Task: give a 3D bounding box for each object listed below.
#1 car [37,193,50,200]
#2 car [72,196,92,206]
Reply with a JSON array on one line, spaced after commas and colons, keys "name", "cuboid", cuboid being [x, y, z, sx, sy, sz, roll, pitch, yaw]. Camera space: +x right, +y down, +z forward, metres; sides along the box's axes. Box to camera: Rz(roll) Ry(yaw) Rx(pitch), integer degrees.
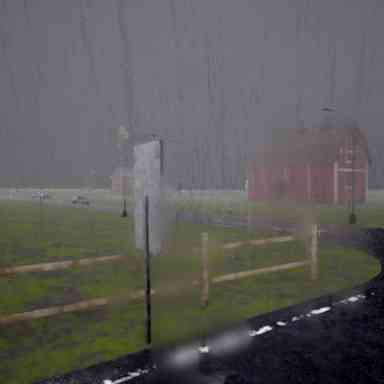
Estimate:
[{"name": "car", "cuboid": [-35.864, 1.154, 81.367, 1.837, 1.490, 4.892, -1, 1, -36]}, {"name": "car", "cuboid": [-17.029, 1.369, 51.252, 1.837, 1.490, 4.892, -1, 1, -36]}]
